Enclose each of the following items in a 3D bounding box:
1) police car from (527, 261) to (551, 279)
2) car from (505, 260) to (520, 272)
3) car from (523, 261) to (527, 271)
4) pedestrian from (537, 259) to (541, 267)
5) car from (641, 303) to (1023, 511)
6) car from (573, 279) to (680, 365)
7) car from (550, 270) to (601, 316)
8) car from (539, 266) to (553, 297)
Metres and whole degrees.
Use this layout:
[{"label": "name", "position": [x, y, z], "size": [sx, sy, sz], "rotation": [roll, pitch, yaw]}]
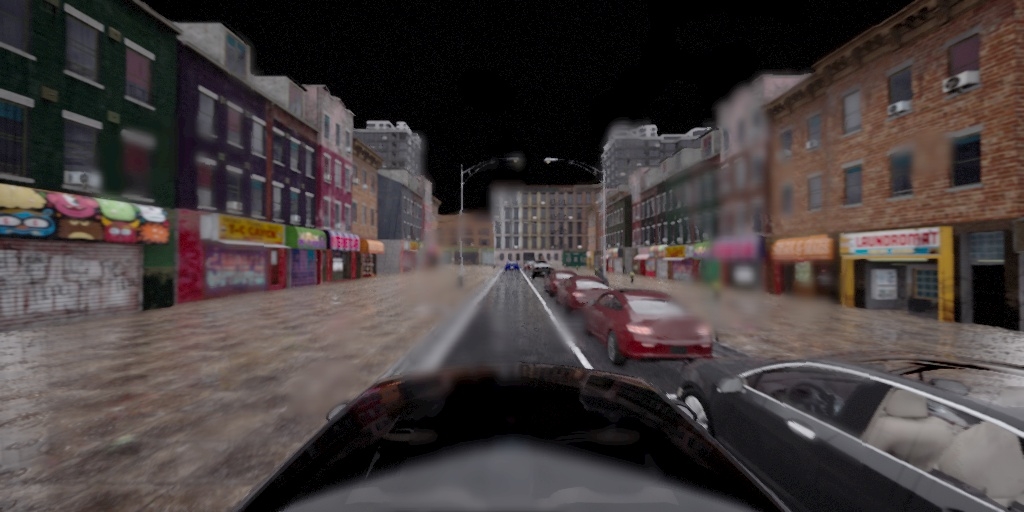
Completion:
[{"label": "police car", "position": [2.761, 1.284, 33.832], "size": [1.930, 1.638, 5.238], "rotation": [0, 0, 0]}, {"label": "car", "position": [0.026, 1.414, 50.205], "size": [1.882, 1.535, 5.008], "rotation": [0, -1, 0]}, {"label": "car", "position": [2.655, 1.373, 51.803], "size": [1.967, 1.591, 4.097], "rotation": [0, 0, 0]}, {"label": "pedestrian", "position": [2.762, 1.164, 36.849], "size": [0.375, 1.860, 0.375], "rotation": [0, -1, 0]}, {"label": "car", "position": [2.640, 1.302, 2.271], "size": [2.007, 1.370, 4.403], "rotation": [0, 0, 0]}, {"label": "car", "position": [2.642, 1.350, 7.775], "size": [1.802, 1.307, 4.207], "rotation": [0, 0, 0]}, {"label": "car", "position": [2.644, 1.367, 13.278], "size": [1.802, 1.307, 4.207], "rotation": [0, 0, 0]}, {"label": "car", "position": [2.645, 1.385, 18.782], "size": [1.802, 1.307, 4.207], "rotation": [0, 0, 0]}]
